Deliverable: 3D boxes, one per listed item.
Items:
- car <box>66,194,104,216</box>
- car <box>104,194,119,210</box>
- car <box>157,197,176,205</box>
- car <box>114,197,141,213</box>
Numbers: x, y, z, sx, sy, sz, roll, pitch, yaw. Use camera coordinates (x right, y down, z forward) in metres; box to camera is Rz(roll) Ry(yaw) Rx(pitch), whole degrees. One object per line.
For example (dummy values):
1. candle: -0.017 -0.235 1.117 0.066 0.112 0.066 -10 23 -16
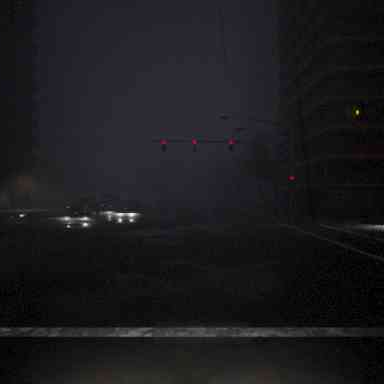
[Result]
1. car: -10.563 1.352 32.528 2.097 1.767 4.553 0 0 0
2. car: -10.542 1.221 42.118 2.150 2.045 5.566 0 0 0
3. car: -4.583 1.587 58.871 1.895 1.301 4.718 0 0 -27
4. car: -7.032 1.563 37.480 1.994 1.385 4.181 0 0 1
